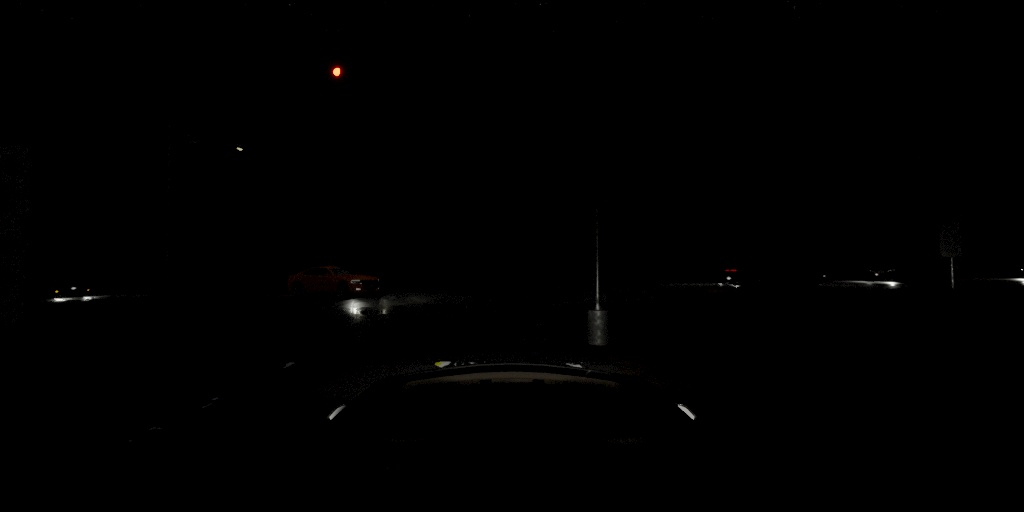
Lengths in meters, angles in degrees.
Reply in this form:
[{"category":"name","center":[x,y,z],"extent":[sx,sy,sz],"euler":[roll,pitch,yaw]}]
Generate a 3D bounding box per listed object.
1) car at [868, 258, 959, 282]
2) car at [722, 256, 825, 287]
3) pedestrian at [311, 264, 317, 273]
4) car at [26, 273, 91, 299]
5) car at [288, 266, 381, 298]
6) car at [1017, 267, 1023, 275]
[{"category":"car","center":[26.132,0.891,23.395],"extent":[4.674,1.442,1.812],"euler":[-1,-2,1]},{"category":"car","center":[14.330,0.924,19.725],"extent":[4.892,1.490,1.837],"euler":[-1,-2,0]},{"category":"pedestrian","center":[-15.059,1.466,27.396],"extent":[0.375,1.860,0.375],"euler":[0,-1,0]},{"category":"car","center":[-26.215,1.629,19.817],"extent":[4.181,1.385,1.994],"euler":[-1,-2,0]},{"category":"car","center":[-8.915,1.231,17.980],"extent":[5.008,1.535,1.882],"euler":[-2,-3,23]},{"category":"car","center":[36.726,0.752,23.360],"extent":[5.357,1.411,2.033],"euler":[-1,-2,0]}]
